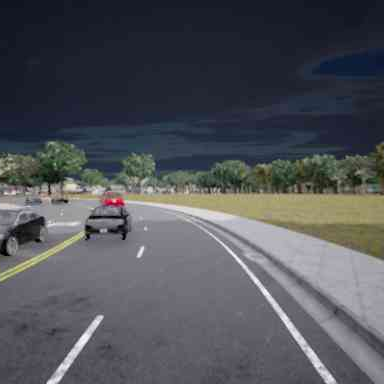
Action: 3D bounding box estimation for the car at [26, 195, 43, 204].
[{"bbox_3d":[-24.783,1.255,52.192,2.033,1.411,5.357,-1,1,-34],"label":"car"}]

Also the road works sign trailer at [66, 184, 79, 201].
[{"bbox_3d":[-24.597,0.002,67.603,2.880,3.560,2.380,0,1,43],"label":"road works sign trailer"}]

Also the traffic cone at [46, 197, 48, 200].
[{"bbox_3d":[-30.641,1.496,71.386,0.340,0.580,0.340,0,1,43],"label":"traffic cone"}]

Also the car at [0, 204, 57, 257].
[{"bbox_3d":[-7.063,1.422,12.590,2.128,1.511,4.902,0,0,-5],"label":"car"}]

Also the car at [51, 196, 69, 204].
[{"bbox_3d":[-20.537,1.285,51.691,1.895,1.301,4.718,-1,1,-33],"label":"car"}]

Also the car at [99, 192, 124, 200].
[{"bbox_3d":[-8.749,0.992,35.960,2.150,2.045,5.566,0,0,-20],"label":"car"}]

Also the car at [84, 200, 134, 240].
[{"bbox_3d":[-3.983,1.395,16.347,2.128,1.511,4.902,0,0,-7],"label":"car"}]
